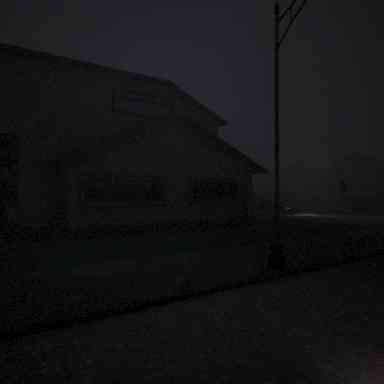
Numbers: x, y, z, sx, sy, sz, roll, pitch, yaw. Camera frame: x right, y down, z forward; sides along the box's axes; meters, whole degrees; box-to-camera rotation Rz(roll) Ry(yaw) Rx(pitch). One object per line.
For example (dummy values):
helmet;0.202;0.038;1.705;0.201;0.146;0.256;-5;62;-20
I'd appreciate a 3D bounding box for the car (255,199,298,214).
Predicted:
car;8.769;1.485;34.806;1.837;1.490;4.892;0;2;-35
